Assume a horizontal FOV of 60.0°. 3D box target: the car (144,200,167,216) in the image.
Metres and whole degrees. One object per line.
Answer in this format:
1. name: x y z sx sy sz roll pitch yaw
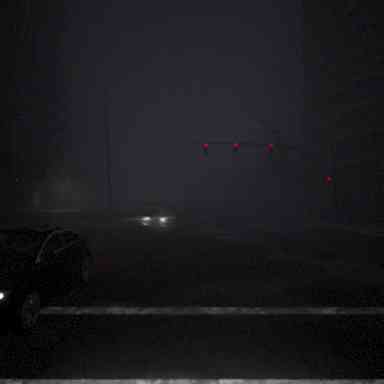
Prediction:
1. car: -3.508 1.569 32.830 1.882 1.535 5.008 0 1 0

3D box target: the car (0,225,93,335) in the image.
1. car: -3.501 1.505 6.850 2.128 1.511 4.902 0 0 0
